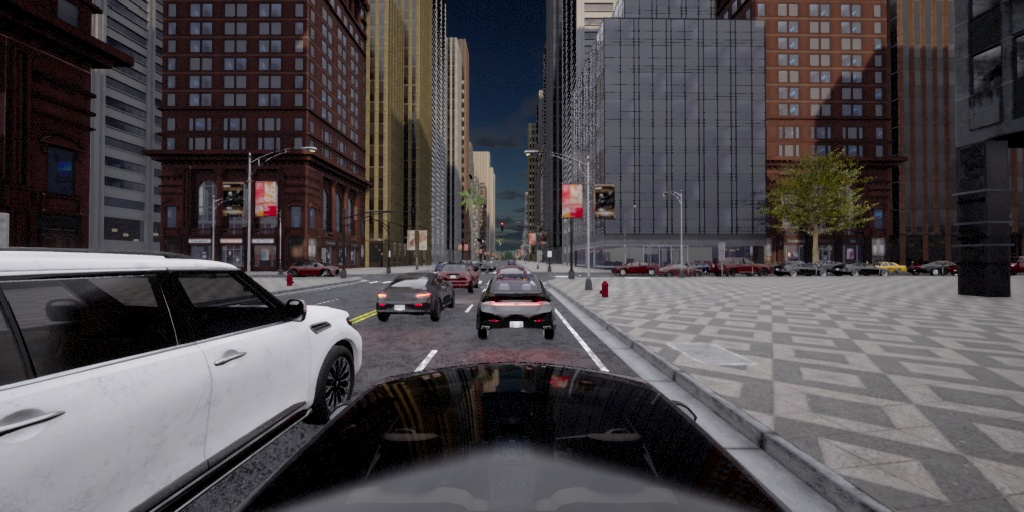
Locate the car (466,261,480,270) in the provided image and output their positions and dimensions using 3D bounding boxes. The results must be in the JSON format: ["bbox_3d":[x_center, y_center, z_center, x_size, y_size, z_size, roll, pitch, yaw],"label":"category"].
[{"bbox_3d":[-6.622,1.560,61.288,1.812,1.442,4.674,0,0,0],"label":"car"}]

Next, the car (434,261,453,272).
[{"bbox_3d":[-9.876,1.495,51.910,1.812,1.442,4.674,0,0,0],"label":"car"}]

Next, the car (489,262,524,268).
[{"bbox_3d":[-0.014,1.260,19.567,1.882,1.535,5.008,0,0,0],"label":"car"}]

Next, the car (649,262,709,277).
[{"bbox_3d":[15.292,1.327,32.934,4.207,1.307,1.802,0,0,-1],"label":"car"}]

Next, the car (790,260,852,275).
[{"bbox_3d":[33.566,1.250,38.998,4.902,1.511,2.128,0,-1,-1],"label":"car"}]

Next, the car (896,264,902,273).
[{"bbox_3d":[43.178,1.295,41.915,4.829,1.417,1.751,0,0,-1],"label":"car"}]

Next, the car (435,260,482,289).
[{"bbox_3d":[-3.163,1.141,21.356,2.097,1.767,4.553,0,0,0],"label":"car"}]

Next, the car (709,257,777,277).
[{"bbox_3d":[20.931,1.040,33.026,5.009,1.841,2.192,0,0,-1],"label":"car"}]

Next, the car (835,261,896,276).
[{"bbox_3d":[32.205,1.259,33.210,4.313,1.339,1.948,0,0,-1],"label":"car"}]

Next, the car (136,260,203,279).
[{"bbox_3d":[-33.303,1.327,34.937,4.553,1.767,2.097,0,-1,0],"label":"car"}]

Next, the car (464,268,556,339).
[{"bbox_3d":[0.093,1.248,10.066,2.128,1.511,4.902,0,0,0],"label":"car"}]

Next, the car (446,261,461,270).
[{"bbox_3d":[-9.872,1.557,60.833,1.812,1.442,4.674,0,0,0],"label":"car"}]

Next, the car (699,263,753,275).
[{"bbox_3d":[23.156,1.388,38.835,4.718,1.301,1.895,0,-1,-1],"label":"car"}]

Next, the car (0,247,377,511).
[{"bbox_3d":[-3.155,0.972,2.597,2.150,2.045,5.566,0,0,0],"label":"car"}]

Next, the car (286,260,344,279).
[{"bbox_3d":[-19.157,1.264,35.035,4.553,1.767,2.097,0,-1,-2],"label":"car"}]

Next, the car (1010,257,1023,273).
[{"bbox_3d":[49.119,0.972,33.486,5.009,1.841,2.192,0,0,-1],"label":"car"}]

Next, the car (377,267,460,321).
[{"bbox_3d":[-3.158,1.288,12.376,1.812,1.442,4.674,0,0,0],"label":"car"}]

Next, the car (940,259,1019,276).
[{"bbox_3d":[43.481,1.213,33.394,4.507,1.381,1.888,0,0,-1],"label":"car"}]

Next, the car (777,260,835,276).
[{"bbox_3d":[26.568,1.275,33.118,4.313,1.339,1.948,0,0,-1],"label":"car"}]

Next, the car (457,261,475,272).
[{"bbox_3d":[-6.636,1.462,52.188,2.128,1.511,4.902,0,0,0],"label":"car"}]

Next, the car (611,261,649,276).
[{"bbox_3d":[13.239,1.298,38.687,5.008,1.535,1.882,0,-1,-2],"label":"car"}]

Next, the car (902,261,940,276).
[{"bbox_3d":[42.828,1.205,36.009,4.892,1.490,1.837,0,-1,-1],"label":"car"}]

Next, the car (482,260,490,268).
[{"bbox_3d":[-3.159,1.553,49.365,1.895,1.301,4.718,0,0,1],"label":"car"}]
